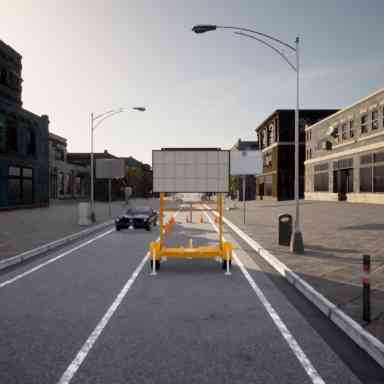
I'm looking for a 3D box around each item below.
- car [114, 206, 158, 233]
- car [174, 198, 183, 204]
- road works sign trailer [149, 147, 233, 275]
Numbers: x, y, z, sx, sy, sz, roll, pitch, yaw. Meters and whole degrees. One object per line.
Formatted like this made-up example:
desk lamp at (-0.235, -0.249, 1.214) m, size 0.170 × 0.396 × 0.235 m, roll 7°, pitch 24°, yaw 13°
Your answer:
car at (-3.156, 1.533, 19.460) m, size 1.895 × 1.301 × 4.718 m, roll 0°, pitch 0°, yaw 0°
car at (-3.232, 2.100, 79.828) m, size 1.994 × 1.385 × 4.181 m, roll 0°, pitch -1°, yaw 0°
road works sign trailer at (-0.029, 0.431, 10.329) m, size 2.380 × 3.560 × 2.880 m, roll 0°, pitch 0°, yaw 0°
